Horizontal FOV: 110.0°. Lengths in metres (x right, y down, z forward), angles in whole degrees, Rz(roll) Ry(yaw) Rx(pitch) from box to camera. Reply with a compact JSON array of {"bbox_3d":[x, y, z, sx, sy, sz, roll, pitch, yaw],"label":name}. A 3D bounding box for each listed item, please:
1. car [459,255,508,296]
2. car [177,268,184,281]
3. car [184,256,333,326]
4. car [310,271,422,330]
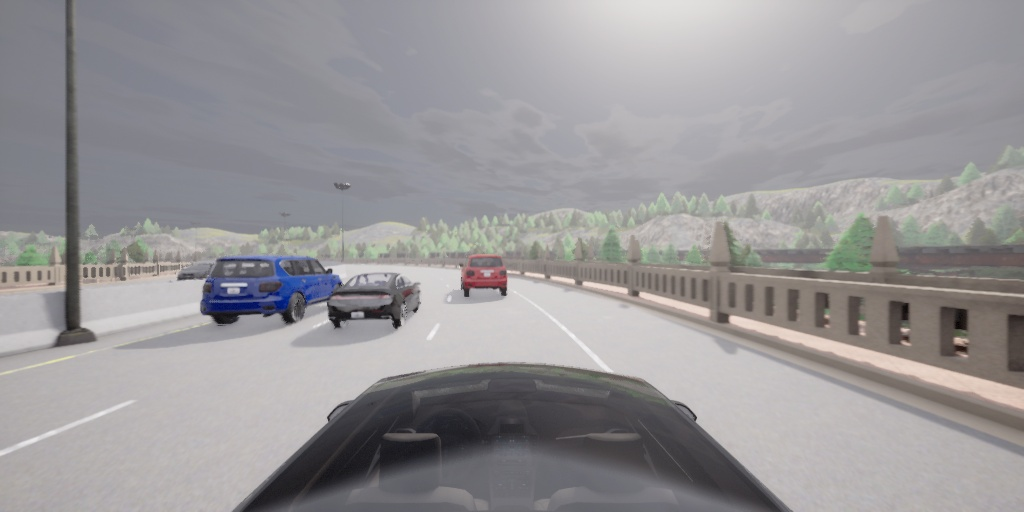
[{"bbox_3d":[-1.599,0.959,19.329,2.150,2.045,5.566,0,0,-10],"label":"car"},{"bbox_3d":[-26.497,1.386,30.693,1.837,1.490,4.892,0,0,-21],"label":"car"},{"bbox_3d":[-7.629,1.007,12.136,2.150,2.045,5.566,0,0,-6],"label":"car"},{"bbox_3d":[-4.071,1.255,11.329,2.128,1.511,4.902,0,0,-5],"label":"car"}]
